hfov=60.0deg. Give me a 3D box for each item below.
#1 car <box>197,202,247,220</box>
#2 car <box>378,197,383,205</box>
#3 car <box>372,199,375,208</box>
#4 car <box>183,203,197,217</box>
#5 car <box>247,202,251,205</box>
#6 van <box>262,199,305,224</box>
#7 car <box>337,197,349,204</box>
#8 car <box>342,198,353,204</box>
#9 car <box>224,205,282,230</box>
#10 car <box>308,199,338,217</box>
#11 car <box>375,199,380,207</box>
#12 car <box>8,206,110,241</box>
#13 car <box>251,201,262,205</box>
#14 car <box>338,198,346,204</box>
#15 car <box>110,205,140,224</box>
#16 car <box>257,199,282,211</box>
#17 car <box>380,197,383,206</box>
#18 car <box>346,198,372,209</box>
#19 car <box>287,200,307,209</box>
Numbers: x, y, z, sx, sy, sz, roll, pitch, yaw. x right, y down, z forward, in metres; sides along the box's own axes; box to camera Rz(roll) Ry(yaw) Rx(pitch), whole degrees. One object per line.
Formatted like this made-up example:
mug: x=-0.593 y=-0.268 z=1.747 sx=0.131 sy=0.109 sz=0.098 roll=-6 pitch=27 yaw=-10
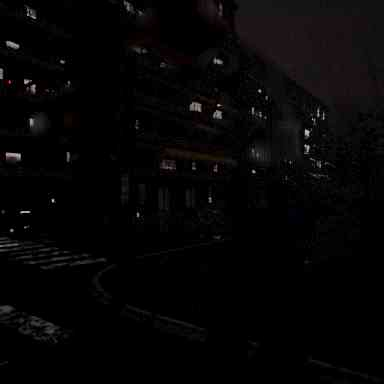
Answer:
car: x=2.882 y=1.686 z=30.908 sx=1.882 sy=1.535 sz=5.008 roll=1 pitch=0 yaw=36
car: x=47.059 y=2.151 z=81.053 sx=2.192 sy=1.841 sz=5.009 roll=1 pitch=0 yaw=36
car: x=30.632 y=2.202 z=58.786 sx=1.802 sy=1.307 sz=4.206 roll=1 pitch=0 yaw=36
car: x=0.903 y=1.712 z=32.596 sx=1.887 sy=1.381 sz=4.507 roll=1 pitch=0 yaw=36
car: x=7.471 y=1.840 z=41.503 sx=1.802 sy=1.307 sz=4.206 roll=1 pitch=0 yaw=36
van: x=7.643 y=1.647 z=27.616 sx=1.690 sy=1.788 sz=3.998 roll=1 pitch=0 yaw=36
car: x=37.034 y=2.094 z=81.580 sx=1.967 sy=1.590 sz=4.097 roll=1 pitch=0 yaw=36
car: x=40.216 y=2.220 z=85.896 sx=1.752 sy=1.417 sz=4.829 roll=1 pitch=0 yaw=36
car: x=4.357 y=1.827 z=23.162 sx=1.947 sy=1.339 sz=4.313 roll=1 pitch=0 yaw=36
car: x=14.212 y=1.837 z=36.522 sx=1.967 sy=1.590 sz=4.097 roll=1 pitch=0 yaw=36
car: x=33.918 y=2.104 z=63.240 sx=1.967 sy=1.590 sz=4.097 roll=1 pitch=0 yaw=36
car: x=-6.995 y=1.575 z=17.522 sx=1.837 sy=1.490 sz=4.892 roll=1 pitch=0 yaw=36
car: x=9.426 y=1.787 z=39.755 sx=2.128 sy=1.511 sz=4.902 roll=1 pitch=1 yaw=37
car: x=33.748 y=2.177 z=77.126 sx=1.947 sy=1.339 sz=4.313 roll=1 pitch=0 yaw=36
car: x=-5.667 y=1.626 z=23.690 sx=2.008 sy=1.369 sz=4.403 roll=1 pitch=0 yaw=36
car: x=10.757 y=1.743 z=45.956 sx=1.967 sy=1.590 sz=4.097 roll=1 pitch=0 yaw=36
car: x=37.202 y=2.252 z=67.693 sx=1.887 sy=1.381 sz=4.507 roll=1 pitch=0 yaw=36
car: x=27.351 y=1.891 z=54.334 sx=2.192 sy=1.841 sz=5.009 roll=1 pitch=0 yaw=36
car: x=17.325 y=1.974 z=54.862 sx=1.802 sy=1.307 sz=4.206 roll=1 pitch=0 yaw=36
